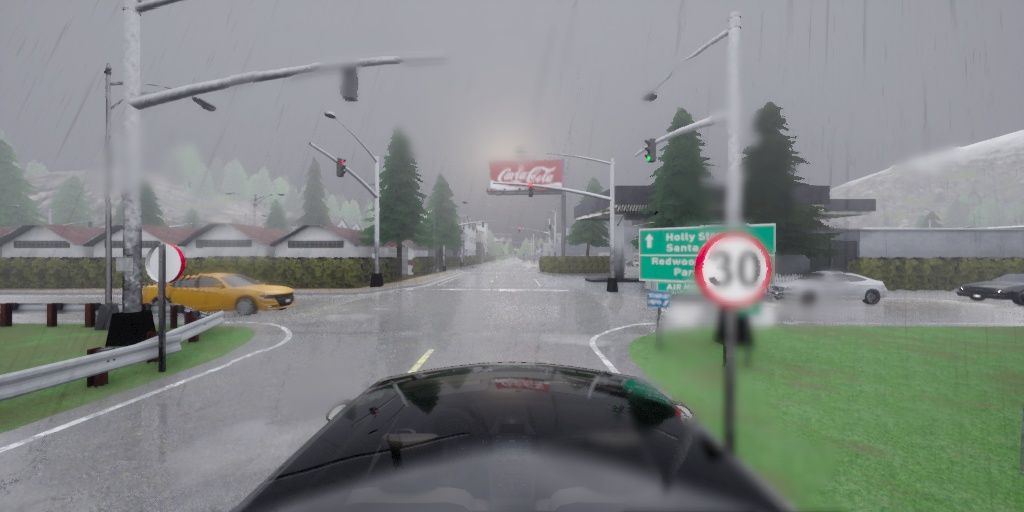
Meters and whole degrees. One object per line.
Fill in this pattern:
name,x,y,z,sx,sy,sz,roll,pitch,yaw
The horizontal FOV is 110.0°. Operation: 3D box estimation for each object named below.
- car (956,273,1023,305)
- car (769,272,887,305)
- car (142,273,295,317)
car,24.512,1.489,16.807,5.357,1.411,2.033,0,0,1
car,14.857,1.467,16.935,4.674,1.442,1.812,0,0,0
car,-11.003,1.419,13.652,5.008,1.535,1.882,0,0,1
